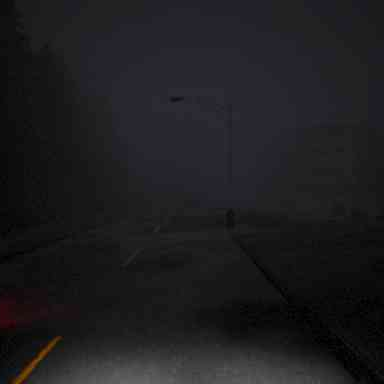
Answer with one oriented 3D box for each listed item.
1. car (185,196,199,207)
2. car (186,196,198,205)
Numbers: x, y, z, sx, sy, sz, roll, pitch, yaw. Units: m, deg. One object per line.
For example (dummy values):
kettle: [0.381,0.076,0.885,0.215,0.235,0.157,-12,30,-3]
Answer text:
car: [-0.006,1.461,50.194,2.128,1.511,4.902,0,0,0]
car: [-0.008,1.511,60.614,2.033,1.411,5.357,0,0,0]
